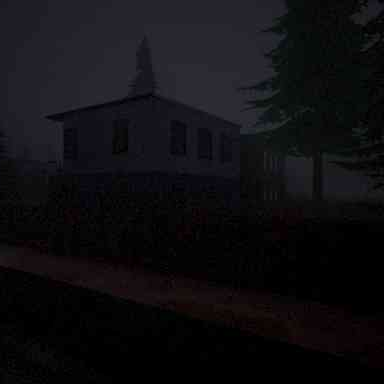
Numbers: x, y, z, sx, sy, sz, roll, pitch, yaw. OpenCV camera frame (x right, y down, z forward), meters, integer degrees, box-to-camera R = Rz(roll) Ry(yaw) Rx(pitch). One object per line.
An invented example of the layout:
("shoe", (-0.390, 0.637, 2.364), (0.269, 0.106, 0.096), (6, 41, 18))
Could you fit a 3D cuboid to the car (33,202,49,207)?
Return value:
("car", (-13.972, 1.582, 31.244), (1.895, 1.301, 4.718), (0, 0, 25))
